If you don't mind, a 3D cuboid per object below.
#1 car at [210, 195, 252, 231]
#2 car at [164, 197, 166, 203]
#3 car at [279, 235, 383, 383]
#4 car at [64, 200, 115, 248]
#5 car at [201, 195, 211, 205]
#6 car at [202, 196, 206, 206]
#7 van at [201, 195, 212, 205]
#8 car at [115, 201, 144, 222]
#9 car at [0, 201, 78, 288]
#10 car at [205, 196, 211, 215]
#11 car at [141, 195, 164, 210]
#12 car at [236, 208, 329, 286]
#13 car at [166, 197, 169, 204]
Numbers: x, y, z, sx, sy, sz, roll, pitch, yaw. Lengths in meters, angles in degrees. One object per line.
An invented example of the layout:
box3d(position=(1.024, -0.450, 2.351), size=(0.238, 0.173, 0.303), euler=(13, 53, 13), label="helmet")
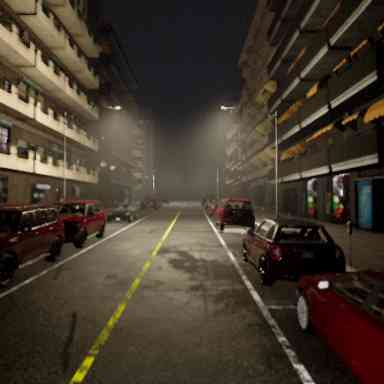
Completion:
box3d(position=(2.555, 1.310, 20.422), size=(2.192, 1.841, 5.009), euler=(1, 0, 0), label="car")
box3d(position=(-5.298, 1.570, 48.134), size=(1.887, 1.381, 4.507), euler=(1, 0, 0), label="car")
box3d(position=(2.584, 1.543, 3.829), size=(1.887, 1.381, 4.507), euler=(1, 0, 0), label="car")
box3d(position=(-5.291, 1.310, 14.951), size=(2.192, 1.841, 5.009), euler=(1, 0, 0), label="car")
box3d(position=(2.553, 1.353, 53.611), size=(2.192, 1.841, 5.009), euler=(1, 0, 0), label="car")
box3d(position=(2.548, 1.597, 42.548), size=(1.802, 1.307, 4.206), euler=(1, 0, 0), label="car")
box3d(position=(2.552, 1.393, 59.143), size=(1.690, 1.788, 3.998), euler=(1, 0, 0), label="van")
box3d(position=(-5.298, 1.563, 26.013), size=(1.947, 1.339, 4.313), euler=(1, 0, 0), label="car")
box3d(position=(-5.291, 1.311, 9.421), size=(2.192, 1.841, 5.009), euler=(1, 0, 0), label="car")
box3d(position=(2.551, 1.442, 31.485), size=(1.967, 1.590, 4.097), euler=(1, 0, 0), label="car")
box3d(position=(-5.292, 1.330, 42.603), size=(2.192, 1.841, 5.009), euler=(1, 0, 0), label="car")
box3d(position=(2.594, 1.436, 9.360), size=(1.967, 1.590, 4.097), euler=(1, 0, 0), label="car")
box3d(position=(-5.299, 1.649, 64.728), size=(1.802, 1.307, 4.206), euler=(1, 0, 0), label="car")
